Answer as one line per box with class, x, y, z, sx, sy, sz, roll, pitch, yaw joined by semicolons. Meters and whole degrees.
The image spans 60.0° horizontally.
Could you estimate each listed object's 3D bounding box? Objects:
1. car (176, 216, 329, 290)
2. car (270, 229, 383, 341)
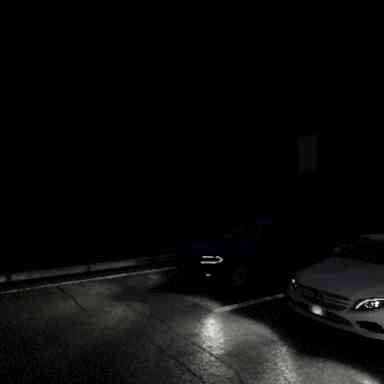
car;1.943;1.463;9.212;5.008;1.535;1.882;0;0;-32
car;3.879;1.522;6.275;4.674;1.442;1.812;0;0;-32
